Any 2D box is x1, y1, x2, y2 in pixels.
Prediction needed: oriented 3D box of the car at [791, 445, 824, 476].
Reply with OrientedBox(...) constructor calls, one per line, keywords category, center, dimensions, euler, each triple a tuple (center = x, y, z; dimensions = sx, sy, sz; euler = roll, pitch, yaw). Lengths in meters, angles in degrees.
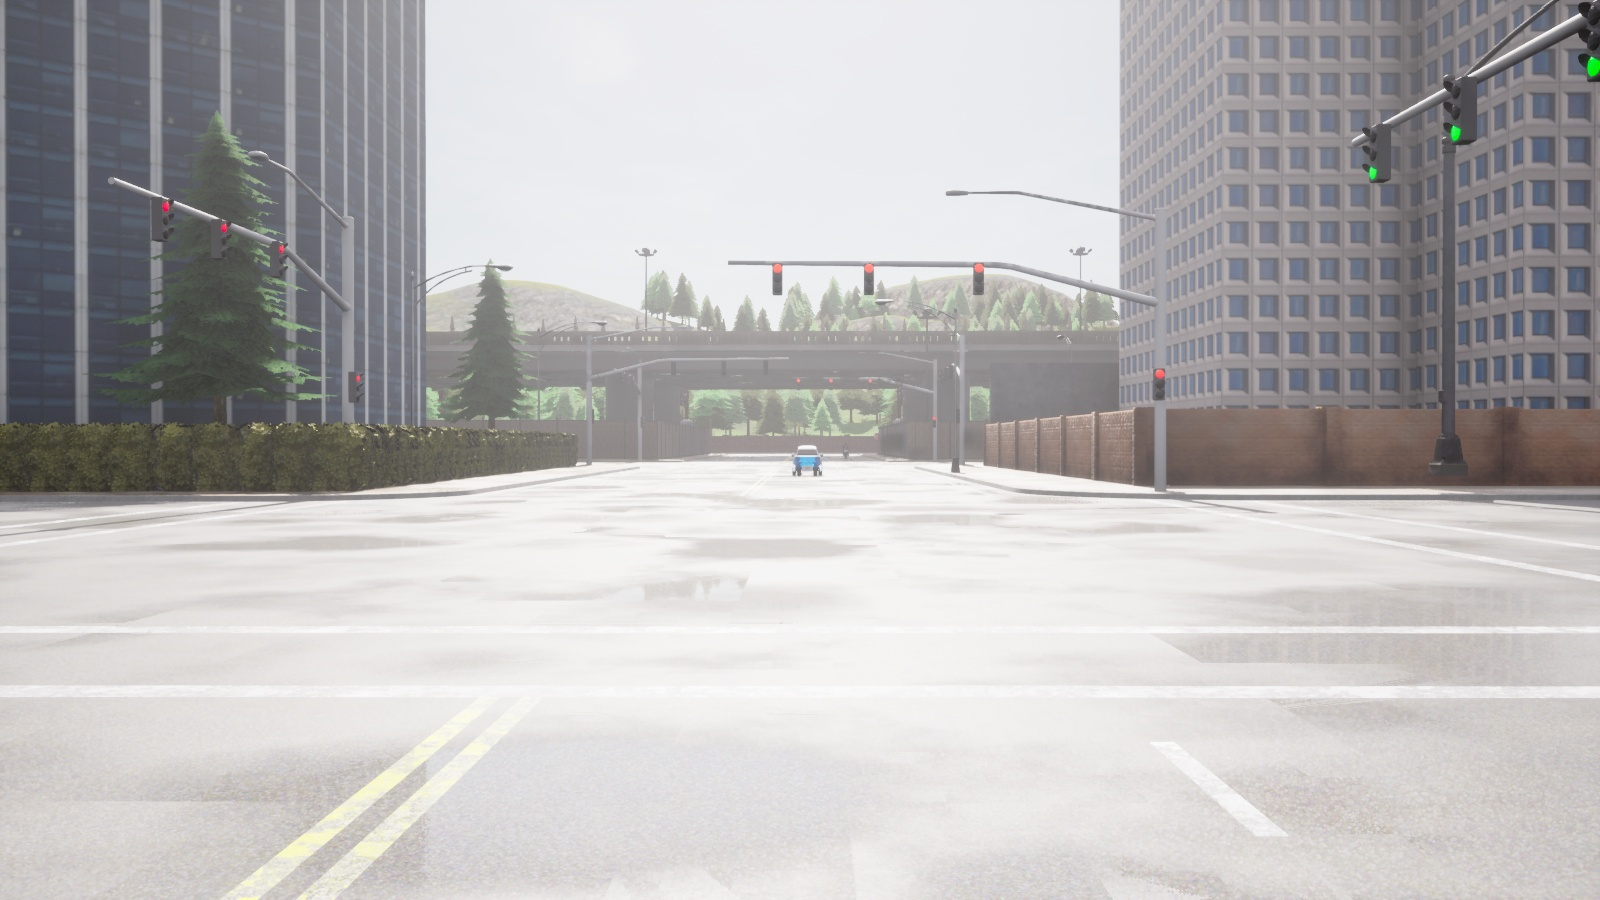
OrientedBox(category="car", center=(0.334, 0.477, 57.562), dimensions=(1.481, 1.376, 2.207), euler=(0, 1, 0))
